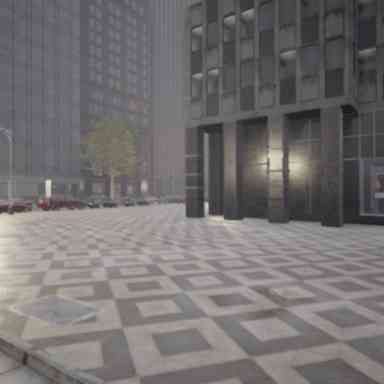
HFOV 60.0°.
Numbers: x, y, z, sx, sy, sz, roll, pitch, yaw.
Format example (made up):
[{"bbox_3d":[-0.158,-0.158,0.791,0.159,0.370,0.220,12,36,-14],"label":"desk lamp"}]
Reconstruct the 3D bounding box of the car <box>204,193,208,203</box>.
[{"bbox_3d":[2.349,1.023,58.287,2.192,1.841,5.009,0,0,35],"label":"car"}]

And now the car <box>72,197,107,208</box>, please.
[{"bbox_3d":[-13.796,1.350,45.056,1.994,1.385,4.181,0,0,35],"label":"car"}]

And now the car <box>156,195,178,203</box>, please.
[{"bbox_3d":[-4.658,1.322,63.140,1.947,1.339,4.313,0,0,35],"label":"car"}]

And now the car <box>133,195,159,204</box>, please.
[{"bbox_3d":[-7.962,1.292,58.360,1.752,1.417,4.829,0,0,35],"label":"car"}]

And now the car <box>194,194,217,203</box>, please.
[{"bbox_3d":[2.563,1.207,63.286,2.128,1.511,4.902,0,0,35],"label":"car"}]

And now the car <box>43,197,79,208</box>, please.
[{"bbox_3d":[-17.485,1.391,44.583,1.802,1.307,4.206,0,0,35],"label":"car"}]

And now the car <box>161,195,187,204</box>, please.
[{"bbox_3d":[-3.222,1.263,60.195,1.882,1.535,5.008,0,0,35],"label":"car"}]

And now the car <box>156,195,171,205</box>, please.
[{"bbox_3d":[-3.658,1.228,54.209,2.128,1.511,4.902,0,0,35],"label":"car"}]

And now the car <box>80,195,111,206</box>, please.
[{"bbox_3d":[-14.279,1.233,49.222,1.967,1.590,4.097,0,0,35],"label":"car"}]

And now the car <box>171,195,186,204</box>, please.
[{"bbox_3d":[-0.856,1.264,53.648,1.887,1.381,4.507,0,0,35],"label":"car"}]

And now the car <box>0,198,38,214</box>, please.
[{"bbox_3d":[-16.887,1.380,30.455,1.802,1.307,4.206,0,0,35],"label":"car"}]

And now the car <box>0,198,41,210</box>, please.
[{"bbox_3d":[-20.691,1.392,39.944,1.947,1.339,4.313,0,0,35],"label":"car"}]

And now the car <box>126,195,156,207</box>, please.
[{"bbox_3d":[-7.269,1.311,44.370,1.947,1.339,4.313,0,0,35],"label":"car"}]

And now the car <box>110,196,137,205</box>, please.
[{"bbox_3d":[-11.072,1.361,53.861,1.802,1.307,4.206,0,0,35],"label":"car"}]

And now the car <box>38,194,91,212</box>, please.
[{"bbox_3d":[-13.681,1.094,35.094,2.192,1.841,5.009,0,0,35],"label":"car"}]

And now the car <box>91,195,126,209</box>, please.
[{"bbox_3d":[-10.474,1.328,39.733,1.947,1.339,4.313,0,0,35],"label":"car"}]
